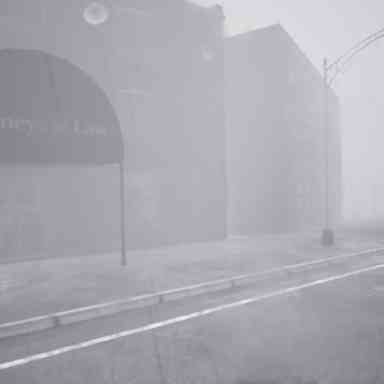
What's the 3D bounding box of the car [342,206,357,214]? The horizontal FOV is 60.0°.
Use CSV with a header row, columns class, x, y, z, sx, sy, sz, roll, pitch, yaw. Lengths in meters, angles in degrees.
class,x,y,z,sx,sy,sz,roll,pitch,yaw
car,30.990,3.488,64.880,1.812,1.442,4.674,-1,-4,-5
